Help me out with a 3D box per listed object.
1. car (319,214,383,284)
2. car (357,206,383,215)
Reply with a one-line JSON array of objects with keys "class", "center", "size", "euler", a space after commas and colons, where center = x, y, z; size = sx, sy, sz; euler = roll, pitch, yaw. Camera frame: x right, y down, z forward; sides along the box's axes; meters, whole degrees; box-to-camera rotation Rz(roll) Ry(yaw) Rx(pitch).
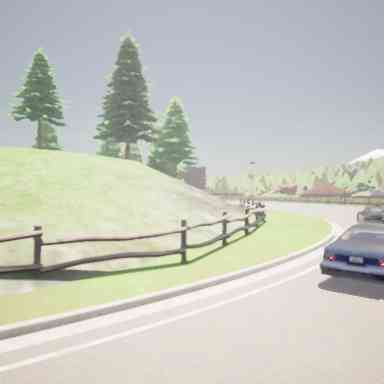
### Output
[{"class": "car", "center": [5.337, 1.593, 9.463], "size": [2.033, 1.411, 5.357], "euler": [0, 0, 40]}, {"class": "car", "center": [12.167, 1.652, 21.989], "size": [2.033, 1.411, 5.357], "euler": [0, 0, 19]}]
